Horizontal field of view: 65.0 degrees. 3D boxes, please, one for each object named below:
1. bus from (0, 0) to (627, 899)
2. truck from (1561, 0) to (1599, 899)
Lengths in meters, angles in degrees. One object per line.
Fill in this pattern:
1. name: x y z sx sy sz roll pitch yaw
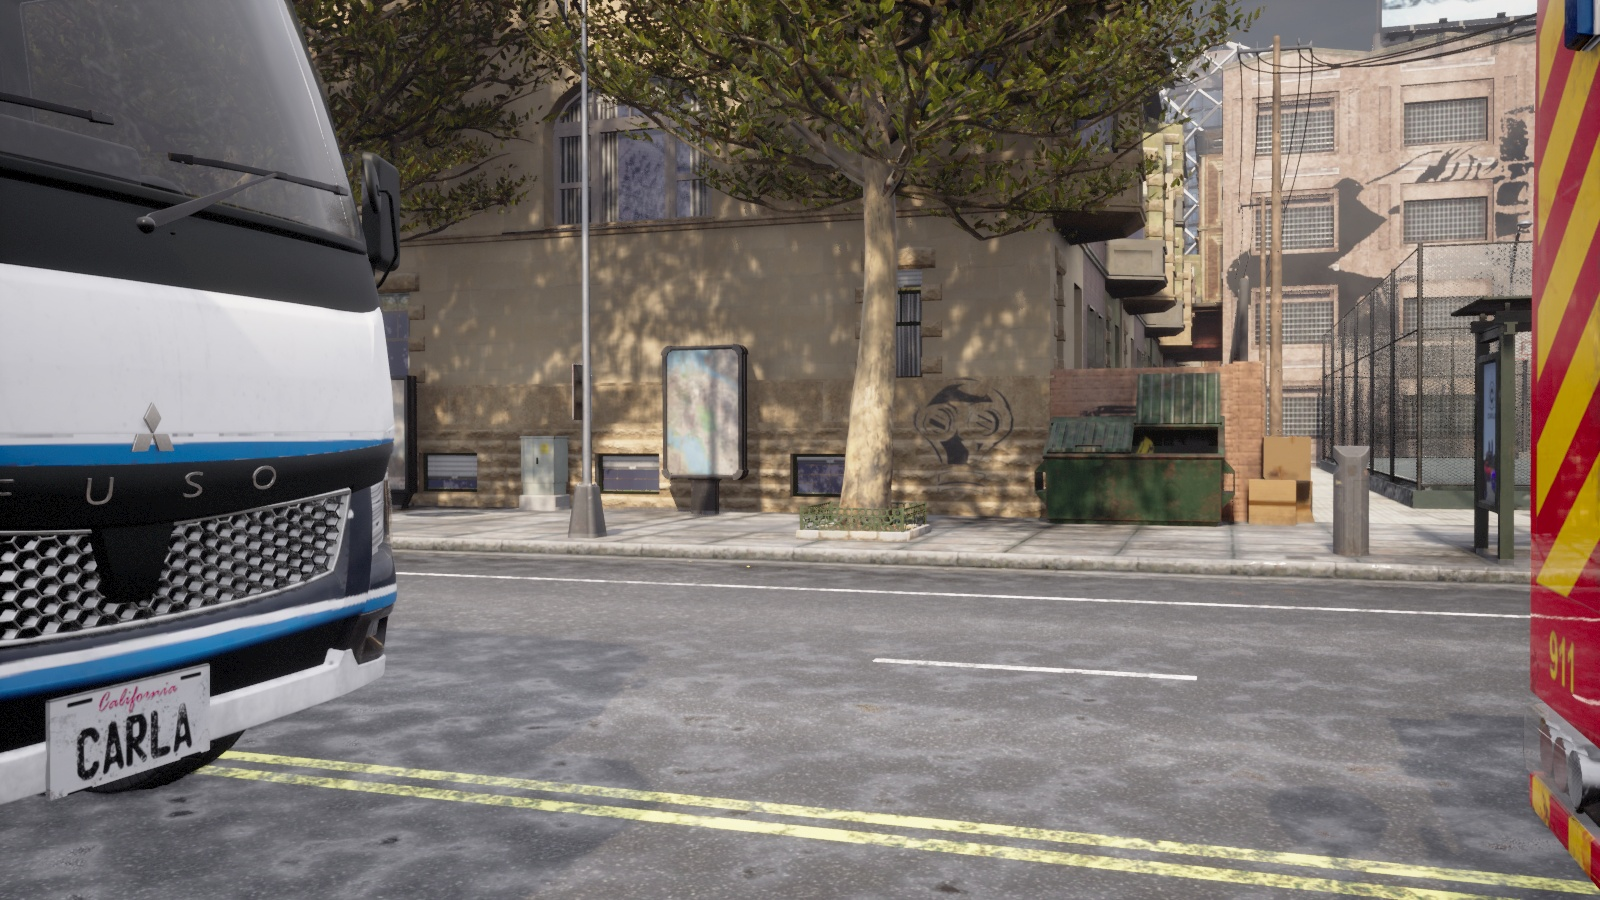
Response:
1. bus: -6.258 -0.658 5.265 10.273 4.253 3.944 1 1 18
2. truck: 5.943 -0.335 1.185 8.468 3.827 2.891 1 1 19
